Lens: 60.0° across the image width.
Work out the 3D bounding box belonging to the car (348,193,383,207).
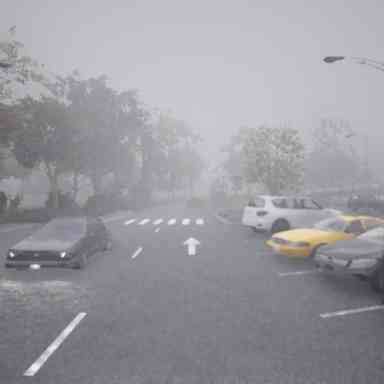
[{"bbox_3d":[26.991,1.234,50.752,2.435,2.045,5.566,1,-1,-22],"label":"car"}]

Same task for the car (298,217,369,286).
[{"bbox_3d":[5.374,1.522,8.527,4.674,1.452,2.002,1,0,-20],"label":"car"}]

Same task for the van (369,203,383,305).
[{"bbox_3d":[5.482,1.259,5.569,4.442,1.987,1.878,1,0,-20],"label":"van"}]

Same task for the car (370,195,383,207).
[{"bbox_3d":[29.987,1.362,50.883,2.185,1.767,4.553,1,-1,-22],"label":"car"}]

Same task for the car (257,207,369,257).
[{"bbox_3d":[5.189,1.476,11.468,5.366,1.575,1.946,1,0,-20],"label":"car"}]

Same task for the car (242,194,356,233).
[{"bbox_3d":[5.373,1.228,17.561,5.566,2.045,2.435,1,0,-20],"label":"car"}]

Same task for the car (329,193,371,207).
[{"bbox_3d":[23.931,1.233,50.712,2.435,2.045,5.566,0,-1,-21],"label":"car"}]

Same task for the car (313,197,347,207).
[{"bbox_3d":[20.908,1.512,50.628,2.163,1.488,4.792,0,-1,-21],"label":"car"}]

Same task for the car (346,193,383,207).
[{"bbox_3d":[18.324,1.232,33.565,2.435,2.045,5.566,0,1,-21],"label":"car"}]

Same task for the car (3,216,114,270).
[{"bbox_3d":[-4.051,1.543,11.262,2.033,1.411,5.357,0,0,0],"label":"car"}]
